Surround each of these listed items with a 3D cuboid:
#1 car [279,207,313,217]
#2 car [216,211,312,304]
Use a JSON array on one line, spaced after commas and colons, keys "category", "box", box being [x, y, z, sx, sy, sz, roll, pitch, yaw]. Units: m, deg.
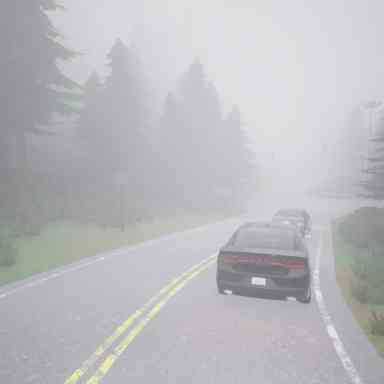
[{"category": "car", "box": [5.406, 1.539, 17.949, 2.033, 1.411, 5.357, 2, 1, 22]}, {"category": "car", "box": [1.957, 1.483, 8.436, 1.882, 1.535, 5.008, 1, 0, 17]}]
